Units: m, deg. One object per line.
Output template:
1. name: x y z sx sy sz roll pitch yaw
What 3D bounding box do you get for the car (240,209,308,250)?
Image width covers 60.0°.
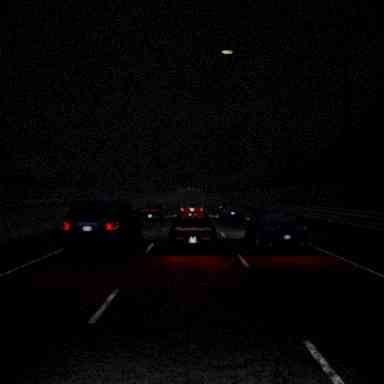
1. car: 3.540 1.575 14.760 1.882 1.535 5.008 0 -1 0

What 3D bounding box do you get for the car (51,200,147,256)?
1. car: -3.461 1.314 13.715 2.150 2.045 5.566 0 0 0

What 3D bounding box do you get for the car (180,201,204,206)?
1. car: 0.011 1.566 29.560 2.097 1.767 4.553 0 -1 0

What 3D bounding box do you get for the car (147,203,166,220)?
1. car: -3.487 1.726 30.094 1.837 1.490 4.892 0 0 0

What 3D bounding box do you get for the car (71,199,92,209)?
1. car: -17.661 1.946 53.422 1.812 1.442 4.674 0 -1 0

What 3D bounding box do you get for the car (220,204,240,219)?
1. car: 3.517 1.786 30.486 1.994 1.385 4.181 0 0 0

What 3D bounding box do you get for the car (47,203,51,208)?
1. car: -21.161 2.015 52.615 1.895 1.301 4.718 0 -1 0

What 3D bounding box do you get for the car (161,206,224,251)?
1. car: 0.042 1.587 14.614 2.128 1.511 4.902 0 0 0
